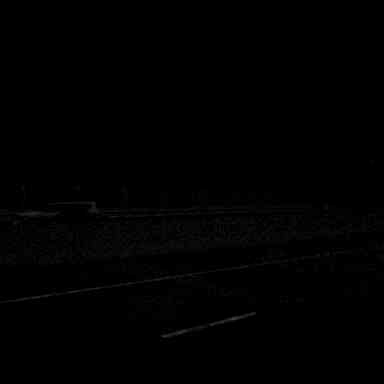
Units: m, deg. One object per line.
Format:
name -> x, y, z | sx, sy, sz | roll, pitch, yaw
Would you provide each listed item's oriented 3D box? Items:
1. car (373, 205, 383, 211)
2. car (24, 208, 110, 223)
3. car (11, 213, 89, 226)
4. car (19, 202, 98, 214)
car -> 26.704, 2.455, 45.805 | 4.181, 1.385, 1.994 | 1, -1, -32
car -> -7.307, 1.912, 19.882 | 4.892, 1.490, 1.837 | 1, -1, -33
car -> -7.357, 1.888, 15.691 | 4.181, 1.385, 1.994 | 1, -1, -33
car -> -9.085, 1.690, 22.905 | 5.566, 2.045, 2.150 | 1, -1, -33
